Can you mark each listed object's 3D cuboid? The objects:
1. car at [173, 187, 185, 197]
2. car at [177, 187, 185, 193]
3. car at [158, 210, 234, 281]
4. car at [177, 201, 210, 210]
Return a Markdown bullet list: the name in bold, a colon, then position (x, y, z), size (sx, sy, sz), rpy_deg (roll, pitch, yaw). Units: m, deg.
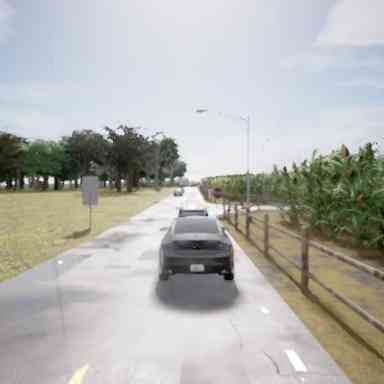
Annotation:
- **car**: position (-2.742, 0.089, 65.684), size (2.128, 1.511, 4.902), rpy_deg (0, 2, 0)
- **car**: position (-2.720, -0.503, 81.005), size (1.812, 1.442, 4.674), rpy_deg (0, 2, 0)
- **car**: position (0.095, 1.458, 9.714), size (1.837, 1.490, 4.892), rpy_deg (0, -1, 0)
- **car**: position (0.083, 1.320, 20.681), size (2.128, 1.511, 4.902), rpy_deg (0, 1, 0)
